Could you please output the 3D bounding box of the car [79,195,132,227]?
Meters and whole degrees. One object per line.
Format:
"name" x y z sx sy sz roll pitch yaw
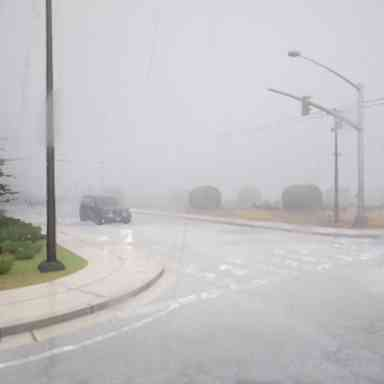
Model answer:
"car" -6.179 1.273 23.210 2.150 2.045 5.566 -1 2 -34

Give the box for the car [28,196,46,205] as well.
"car" -20.943 1.311 44.841 1.812 1.442 4.674 -1 0 -34
